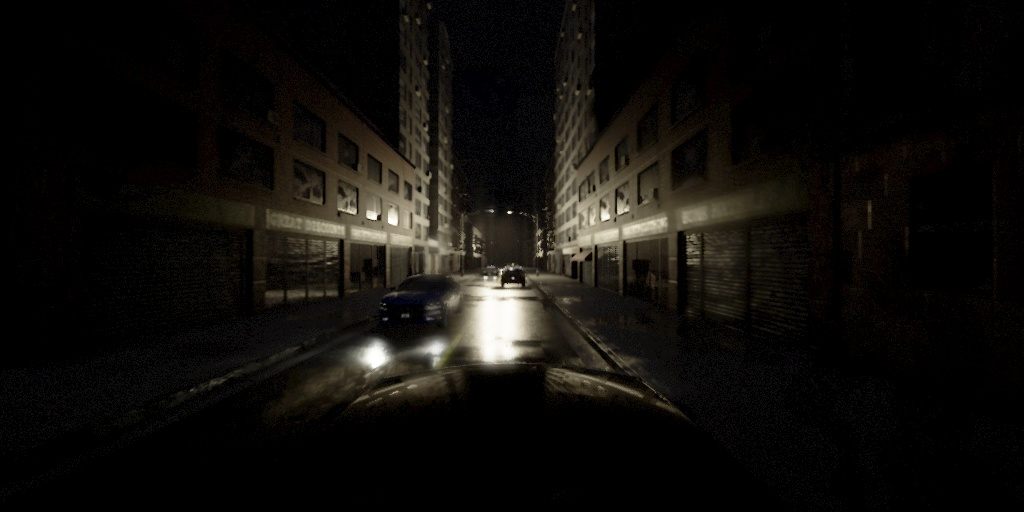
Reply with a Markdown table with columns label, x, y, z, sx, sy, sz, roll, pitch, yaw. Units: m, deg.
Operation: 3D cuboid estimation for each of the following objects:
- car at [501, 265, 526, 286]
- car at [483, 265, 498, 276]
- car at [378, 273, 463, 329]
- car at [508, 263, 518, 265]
| label | x | y | z | sx | sy | sz | roll | pitch | yaw |
| --- | --- | --- | --- | --- | --- | --- | --- | --- | --- |
| car | 0.102 | 1.700 | 29.731 | 1.994 | 1.385 | 4.181 | 0 | -1 | 1 |
| car | -2.822 | 1.948 | 47.895 | 2.033 | 1.411 | 5.357 | 0 | -1 | 0 |
| car | -2.845 | 1.367 | 12.083 | 1.882 | 1.535 | 5.008 | 0 | -1 | 0 |
| car | 0.116 | 1.698 | 44.222 | 2.097 | 1.767 | 4.553 | 0 | -1 | 0 |
